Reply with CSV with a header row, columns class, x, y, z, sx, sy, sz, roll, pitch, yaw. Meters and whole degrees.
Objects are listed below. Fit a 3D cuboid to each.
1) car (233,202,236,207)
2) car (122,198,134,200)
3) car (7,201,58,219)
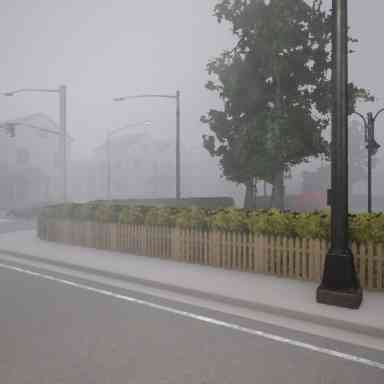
class,x,y,z,sx,sy,sz,roll,pitch,yaw
car,4.875,1.564,49.126,1.994,1.385,4.181,0,0,35
car,-7.348,1.491,38.016,2.128,1.511,4.902,0,0,35
car,-13.288,1.547,29.468,2.033,1.411,5.357,0,0,35
